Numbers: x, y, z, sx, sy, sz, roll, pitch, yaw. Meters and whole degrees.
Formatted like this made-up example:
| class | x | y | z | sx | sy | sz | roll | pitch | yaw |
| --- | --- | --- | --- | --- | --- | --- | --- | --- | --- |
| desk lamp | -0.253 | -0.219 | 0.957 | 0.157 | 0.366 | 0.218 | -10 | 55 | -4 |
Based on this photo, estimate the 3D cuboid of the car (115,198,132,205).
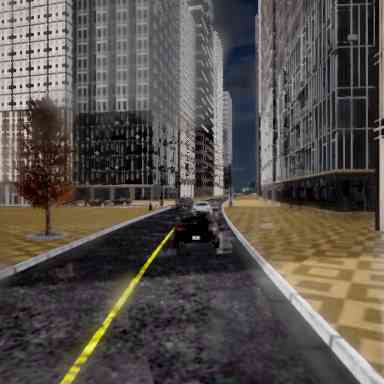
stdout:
| class | x | y | z | sx | sy | sz | roll | pitch | yaw |
| --- | --- | --- | --- | --- | --- | --- | --- | --- | --- |
| car | -13.487 | 1.812 | 62.573 | 4.403 | 1.369 | 2.008 | -1 | 1 | 13 |

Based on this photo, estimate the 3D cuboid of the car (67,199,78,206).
| class | x | y | z | sx | sy | sz | roll | pitch | yaw |
| --- | --- | --- | --- | --- | --- | --- | --- | --- | --- |
| car | -24.428 | 2.026 | 65.189 | 4.313 | 1.339 | 1.947 | -1 | 1 | 13 |

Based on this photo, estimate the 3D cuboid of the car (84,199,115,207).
| class | x | y | z | sx | sy | sz | roll | pitch | yaw |
| --- | --- | --- | --- | --- | --- | --- | --- | --- | --- |
| car | -15.436 | 1.781 | 54.423 | 4.403 | 1.369 | 2.008 | -1 | 0 | 13 |

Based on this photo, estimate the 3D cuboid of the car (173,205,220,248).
| class | x | y | z | sx | sy | sz | roll | pitch | yaw |
| --- | --- | --- | --- | --- | --- | --- | --- | --- | --- |
| car | 0.224 | 1.529 | 14.600 | 1.812 | 1.442 | 4.674 | 0 | 0 | 2 |

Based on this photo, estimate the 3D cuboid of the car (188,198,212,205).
| class | x | y | z | sx | sy | sz | roll | pitch | yaw |
| --- | --- | --- | --- | --- | --- | --- | --- | --- | --- |
| car | 0.897 | 1.522 | 29.538 | 1.812 | 1.442 | 4.674 | 0 | 0 | 3 |

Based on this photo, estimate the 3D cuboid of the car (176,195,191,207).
| class | x | y | z | sx | sy | sz | roll | pitch | yaw |
| --- | --- | --- | --- | --- | --- | --- | --- | --- | --- |
| car | -0.908 | 1.375 | 45.407 | 2.097 | 1.767 | 4.553 | 0 | 0 | 5 |
